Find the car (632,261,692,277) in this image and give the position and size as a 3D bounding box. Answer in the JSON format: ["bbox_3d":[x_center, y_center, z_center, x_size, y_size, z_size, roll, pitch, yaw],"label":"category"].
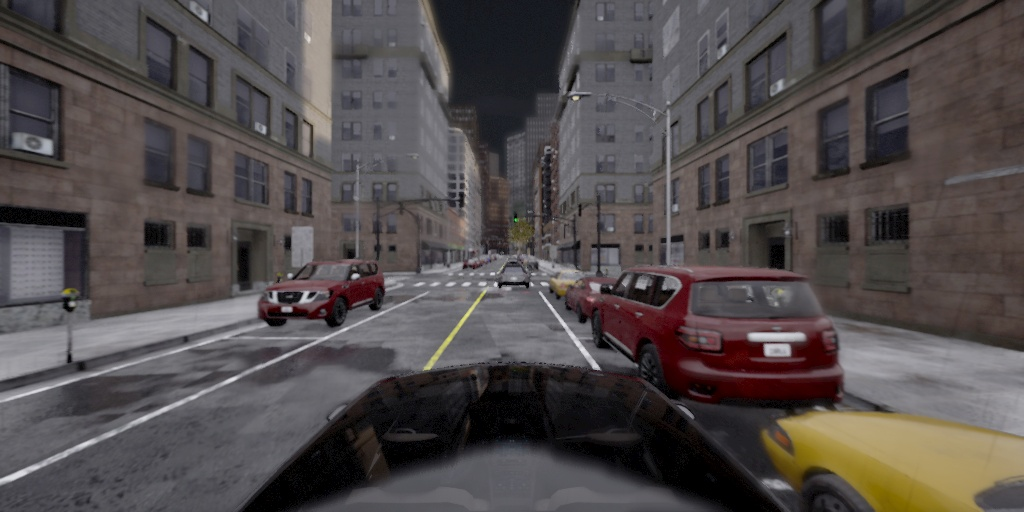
[{"bbox_3d":[13.483,1.153,32.420,4.674,1.442,1.812,0,0,-1],"label":"car"}]

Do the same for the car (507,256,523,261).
[{"bbox_3d":[0.101,1.086,46.438,1.837,1.490,4.892,0,0,0],"label":"car"}]

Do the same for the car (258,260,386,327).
[{"bbox_3d":[-5.762,1.046,11.688,2.192,1.841,5.009,0,0,0],"label":"car"}]

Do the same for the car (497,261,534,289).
[{"bbox_3d":[0.101,1.255,22.734,1.994,1.385,4.181,0,0,0],"label":"car"}]

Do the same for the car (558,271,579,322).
[{"bbox_3d":[2.763,1.312,11.680,1.802,1.307,4.207,0,0,0],"label":"car"}]

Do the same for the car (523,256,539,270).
[{"bbox_3d":[2.764,1.114,49.340,2.007,1.370,4.403,0,0,0],"label":"car"}]

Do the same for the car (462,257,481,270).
[{"bbox_3d":[-5.761,1.109,49.348,1.888,1.381,4.507,0,0,0],"label":"car"}]

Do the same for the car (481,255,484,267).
[{"bbox_3d":[-5.761,0.969,54.773,1.967,1.591,4.097,0,0,0],"label":"car"}]

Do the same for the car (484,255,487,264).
[{"bbox_3d":[-5.760,1.037,60.196,1.888,1.381,4.507,0,0,0],"label":"car"}]

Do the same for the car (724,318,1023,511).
[{"bbox_3d":[2.763,1.276,0.744,1.751,1.417,4.829,0,0,0],"label":"car"}]

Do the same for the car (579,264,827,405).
[{"bbox_3d":[2.763,1.057,6.129,2.192,1.841,5.009,0,0,0],"label":"car"}]

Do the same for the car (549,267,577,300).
[{"bbox_3d":[2.763,1.240,17.404,1.751,1.417,4.829,0,0,0],"label":"car"}]

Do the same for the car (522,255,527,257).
[{"bbox_3d":[2.765,1.017,60.358,1.751,1.417,4.829,0,0,0],"label":"car"}]
